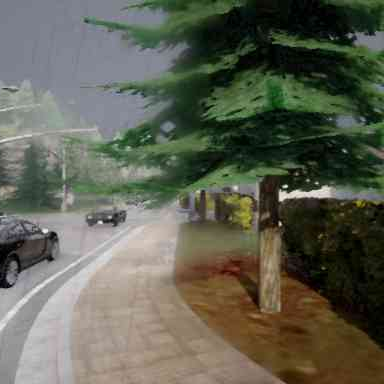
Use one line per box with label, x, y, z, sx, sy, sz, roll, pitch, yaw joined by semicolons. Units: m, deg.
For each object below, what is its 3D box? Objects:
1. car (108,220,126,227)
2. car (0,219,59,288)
car;-5.771;1.599;22.934;1.895;1.301;4.718;0;0;-1
car;-5.256;1.481;9.202;1.882;1.535;5.008;0;-1;-5
